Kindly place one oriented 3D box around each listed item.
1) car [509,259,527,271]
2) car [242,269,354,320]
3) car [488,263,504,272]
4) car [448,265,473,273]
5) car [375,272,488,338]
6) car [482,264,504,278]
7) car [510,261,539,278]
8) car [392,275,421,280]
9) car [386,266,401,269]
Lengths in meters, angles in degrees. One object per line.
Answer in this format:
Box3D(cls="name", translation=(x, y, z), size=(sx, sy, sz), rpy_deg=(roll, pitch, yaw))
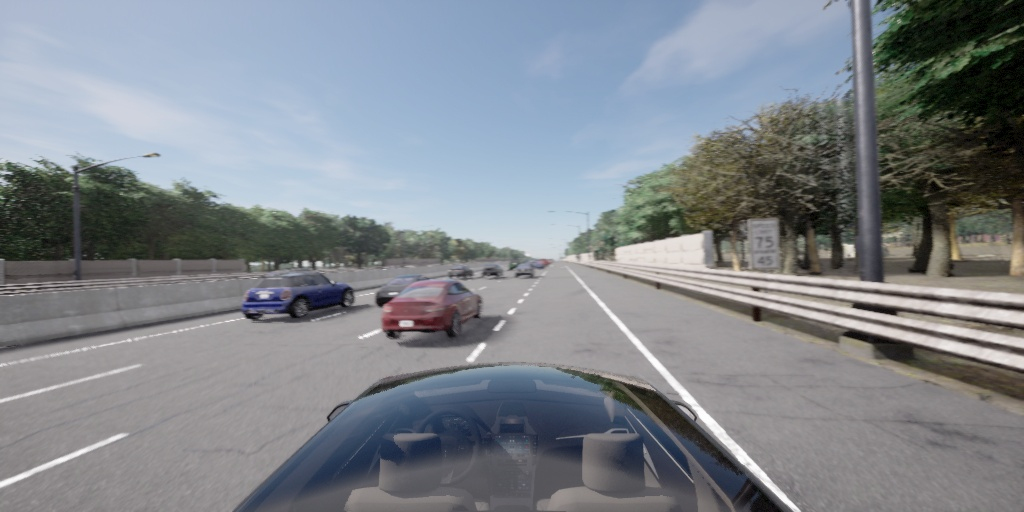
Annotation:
Box3D(cls="car", translation=(0.776, 1.469, 60.674), size=(2.150, 2.045, 5.566), rpy_deg=(-2, -1, 7))
Box3D(cls="car", translation=(-8.659, 1.491, 15.052), size=(2.097, 1.767, 4.553), rpy_deg=(-2, 0, 7))
Box3D(cls="car", translation=(-2.686, 1.966, 61.078), size=(1.895, 1.301, 4.718), rpy_deg=(-2, -1, 7))
Box3D(cls="car", translation=(-5.528, 1.721, 39.194), size=(2.128, 1.511, 4.902), rpy_deg=(-2, -1, 7))
Box3D(cls="car", translation=(-2.170, 1.416, 10.636), size=(1.812, 1.442, 4.674), rpy_deg=(-2, 0, 7))
Box3D(cls="car", translation=(-2.056, 1.618, 38.742), size=(1.837, 1.490, 4.892), rpy_deg=(-2, -1, 7))
Box3D(cls="car", translation=(1.414, 1.540, 38.287), size=(2.033, 1.411, 5.357), rpy_deg=(-2, -1, 7))
Box3D(cls="car", translation=(-4.829, 1.594, 17.322), size=(1.994, 1.385, 4.181), rpy_deg=(-2, 0, 7))
Box3D(cls="car", translation=(-15.298, 1.924, 45.495), size=(1.895, 1.301, 4.718), rpy_deg=(-2, -1, 7))
